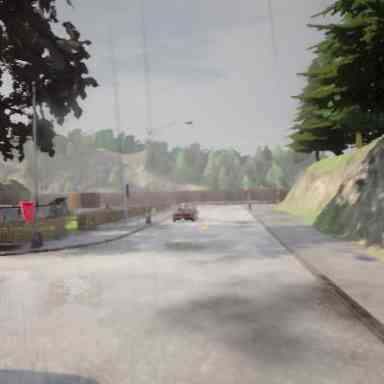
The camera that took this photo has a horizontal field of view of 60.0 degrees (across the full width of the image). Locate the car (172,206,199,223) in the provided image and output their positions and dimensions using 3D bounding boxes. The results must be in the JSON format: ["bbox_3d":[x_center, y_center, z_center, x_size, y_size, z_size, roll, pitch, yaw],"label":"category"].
[{"bbox_3d":[-0.514,1.882,28.696,1.895,1.301,4.718,-2,0,6],"label":"car"}]
